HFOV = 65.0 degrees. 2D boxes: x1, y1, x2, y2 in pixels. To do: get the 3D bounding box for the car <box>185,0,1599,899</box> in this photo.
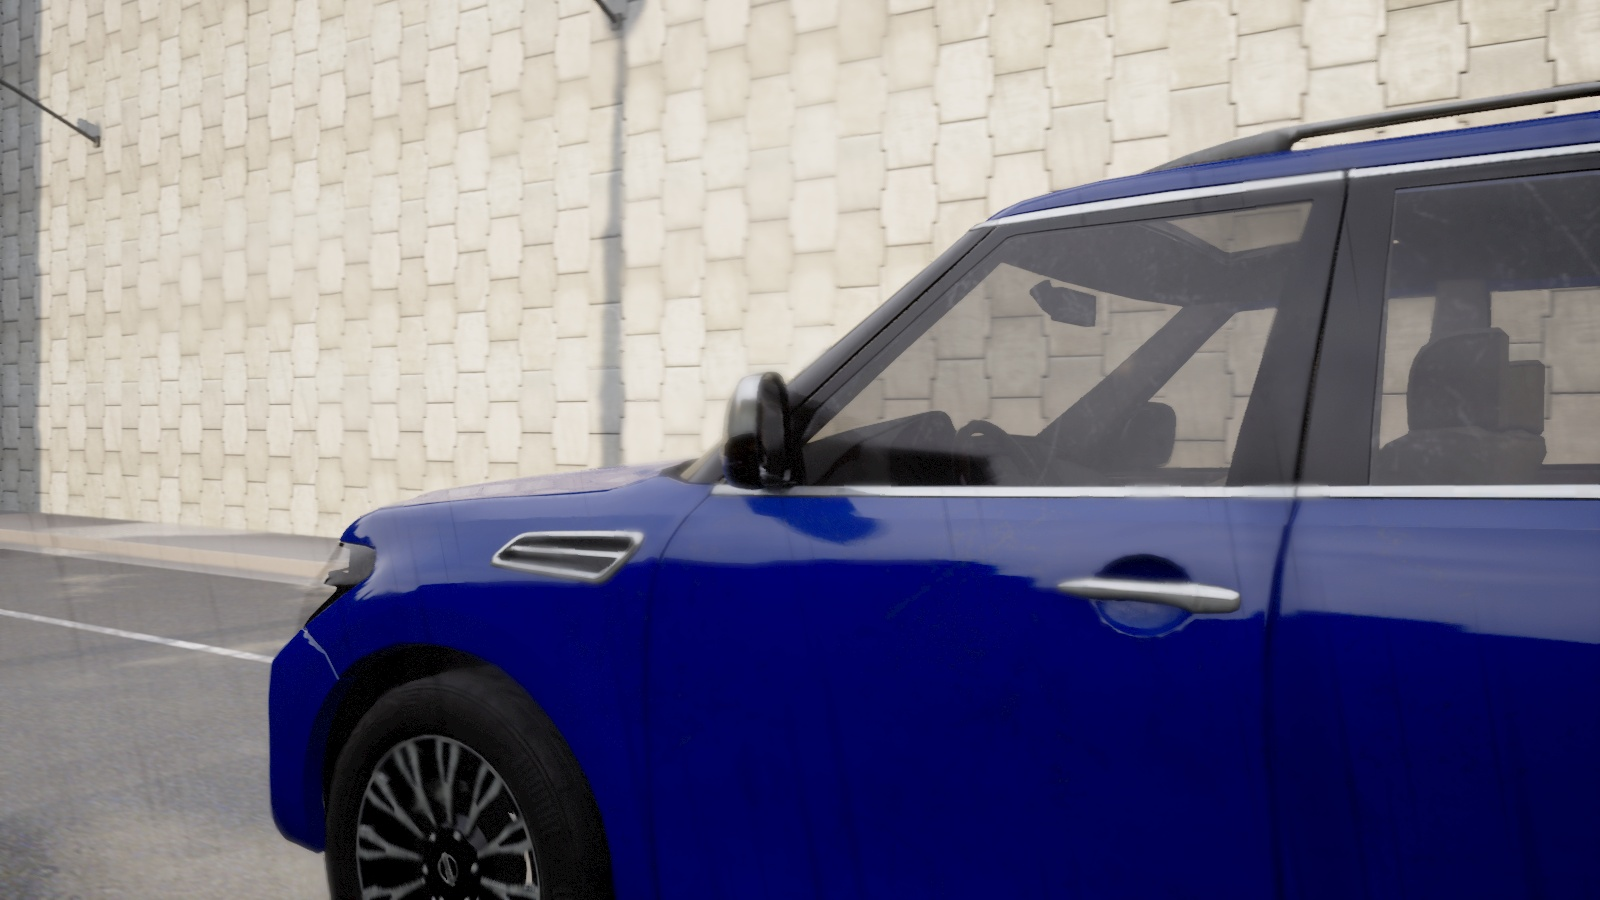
[{"bbox_3d":[1.244,0.401,2.791,5.566,2.045,2.150,0,1,34],"label":"car"}]
